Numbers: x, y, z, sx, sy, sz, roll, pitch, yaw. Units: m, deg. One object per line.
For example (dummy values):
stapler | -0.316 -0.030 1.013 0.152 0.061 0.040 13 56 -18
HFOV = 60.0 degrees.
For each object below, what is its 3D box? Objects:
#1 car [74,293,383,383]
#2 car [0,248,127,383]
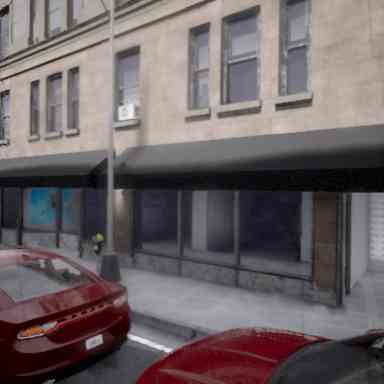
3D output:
car | 1.567 1.545 1.832 4.507 1.381 1.887 0 1 36
car | -2.914 1.546 5.031 4.507 1.381 1.887 0 1 36
